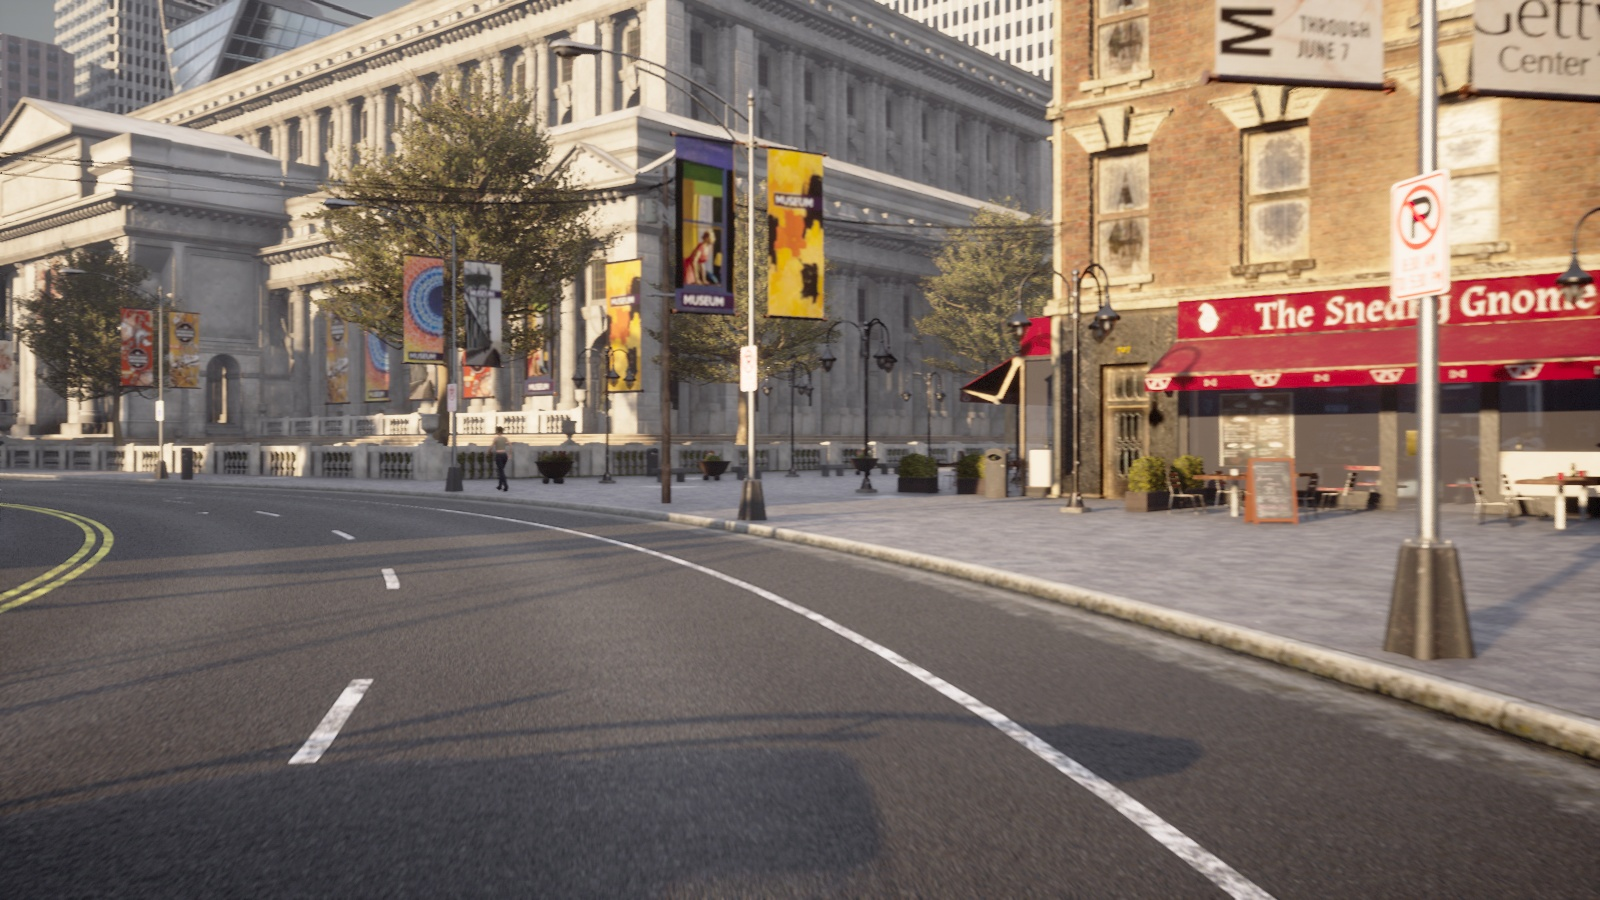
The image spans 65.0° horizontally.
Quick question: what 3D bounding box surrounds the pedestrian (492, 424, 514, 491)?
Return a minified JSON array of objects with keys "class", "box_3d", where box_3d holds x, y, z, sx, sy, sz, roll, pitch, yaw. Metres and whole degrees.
[{"class":"pedestrian","box_3d":[-8.300,0.208,35.038,0.345,1.836,0.594,0,0,-43]}]
